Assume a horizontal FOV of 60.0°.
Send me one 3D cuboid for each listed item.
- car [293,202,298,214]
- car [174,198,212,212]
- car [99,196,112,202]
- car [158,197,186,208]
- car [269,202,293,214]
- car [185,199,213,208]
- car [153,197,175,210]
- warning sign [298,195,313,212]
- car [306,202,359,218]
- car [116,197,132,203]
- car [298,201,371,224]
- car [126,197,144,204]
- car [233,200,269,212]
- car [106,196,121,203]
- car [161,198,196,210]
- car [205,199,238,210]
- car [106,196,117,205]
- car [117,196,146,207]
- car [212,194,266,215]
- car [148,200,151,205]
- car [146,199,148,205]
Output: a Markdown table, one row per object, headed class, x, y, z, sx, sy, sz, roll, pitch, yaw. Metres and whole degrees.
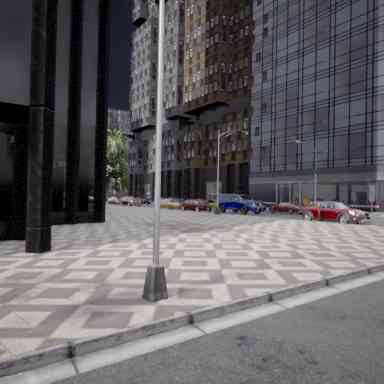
| class | x | y | z | sx | sy | sz | roll | pitch | yaw |
| --- | --- | --- | --- | --- | --- | --- | --- | --- | --- |
| car | 11.055 | 1.552 | 26.245 | 2.033 | 1.411 | 5.357 | 2 | -1 | -33 |
| car | 0.374 | 1.487 | 36.598 | 1.887 | 1.381 | 4.507 | 2 | -1 | -35 |
| car | -21.324 | 1.758 | 81.763 | 1.802 | 1.307 | 4.206 | 2 | -1 | -35 |
| car | -3.211 | 1.595 | 51.639 | 2.128 | 1.511 | 4.902 | 2 | -1 | -35 |
| car | 10.500 | 1.746 | 37.067 | 1.802 | 1.307 | 4.206 | 2 | -1 | -35 |
| car | 0.953 | 1.725 | 50.476 | 2.008 | 1.369 | 4.403 | 2 | -1 | -35 |
| car | -2.710 | 1.471 | 40.930 | 1.752 | 1.417 | 4.829 | 2 | -1 | -35 |
| warning sign | 12.858 | 1.340 | 37.751 | 1.300 | 1.860 | 1.060 | 2 | -1 | -35 |
| car | 13.683 | 1.727 | 32.598 | 1.947 | 1.339 | 4.313 | 2 | -1 | -35 |
| car | -14.959 | 1.743 | 72.825 | 1.947 | 1.339 | 4.313 | 2 | -1 | -35 |
| car | 9.907 | 1.373 | 23.215 | 1.967 | 1.590 | 4.097 | 2 | -1 | -36 |
| car | -11.777 | 1.743 | 68.355 | 1.947 | 1.339 | 4.313 | 2 | -1 | -35 |
| car | 7.318 | 1.734 | 41.537 | 1.947 | 1.339 | 4.313 | 2 | -1 | -35 |
| car | -18.240 | 1.702 | 77.433 | 1.752 | 1.417 | 4.829 | 2 | -1 | -35 |
| car | -1.823 | 1.565 | 44.299 | 2.033 | 1.411 | 5.357 | 2 | -1 | -35 |
| car | 4.038 | 1.696 | 46.146 | 1.752 | 1.417 | 4.829 | 2 | -1 | -35 |
| car | -12.359 | 1.534 | 54.479 | 1.802 | 1.307 | 4.206 | 2 | -1 | -35 |
| car | -9.173 | 1.391 | 50.011 | 1.967 | 1.590 | 4.097 | 2 | -1 | -35 |
| car | 4.921 | 1.232 | 34.828 | 2.150 | 2.045 | 5.566 | 2 | -1 | -35 |
| car | -5.412 | 1.729 | 59.416 | 2.008 | 1.369 | 4.403 | 2 | -1 | -35 |
| car | -9.299 | 1.706 | 60.112 | 1.895 | 1.301 | 4.718 | 2 | -1 | -35 |
